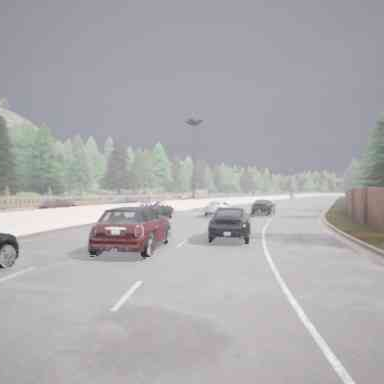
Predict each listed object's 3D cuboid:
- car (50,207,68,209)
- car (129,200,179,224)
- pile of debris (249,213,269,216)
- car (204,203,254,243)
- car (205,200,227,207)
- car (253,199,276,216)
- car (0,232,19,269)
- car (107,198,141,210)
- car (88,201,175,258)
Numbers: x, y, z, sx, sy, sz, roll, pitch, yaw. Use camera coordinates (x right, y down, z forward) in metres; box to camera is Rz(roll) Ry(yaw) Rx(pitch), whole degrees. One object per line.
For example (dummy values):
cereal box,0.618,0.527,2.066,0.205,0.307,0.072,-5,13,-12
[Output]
car,-14.549,1.473,35.827,1.994,1.385,4.181,0,0,20
car,-2.850,1.458,26.017,2.128,1.511,4.902,0,0,16
pile of debris,6.547,2.178,32.422,1.500,0.140,1.860,0,0,22
car,1.933,1.500,16.304,1.837,1.490,4.892,0,0,11
car,2.503,1.512,31.070,1.812,1.442,4.674,0,0,20
car,7.238,1.506,33.503,1.837,1.490,4.892,0,0,22
car,-6.329,1.458,8.219,2.128,1.511,4.902,0,0,5
car,-8.489,1.456,41.770,1.812,1.442,4.674,0,0,23
car,-2.202,1.332,12.958,2.097,1.767,4.553,0,0,8
